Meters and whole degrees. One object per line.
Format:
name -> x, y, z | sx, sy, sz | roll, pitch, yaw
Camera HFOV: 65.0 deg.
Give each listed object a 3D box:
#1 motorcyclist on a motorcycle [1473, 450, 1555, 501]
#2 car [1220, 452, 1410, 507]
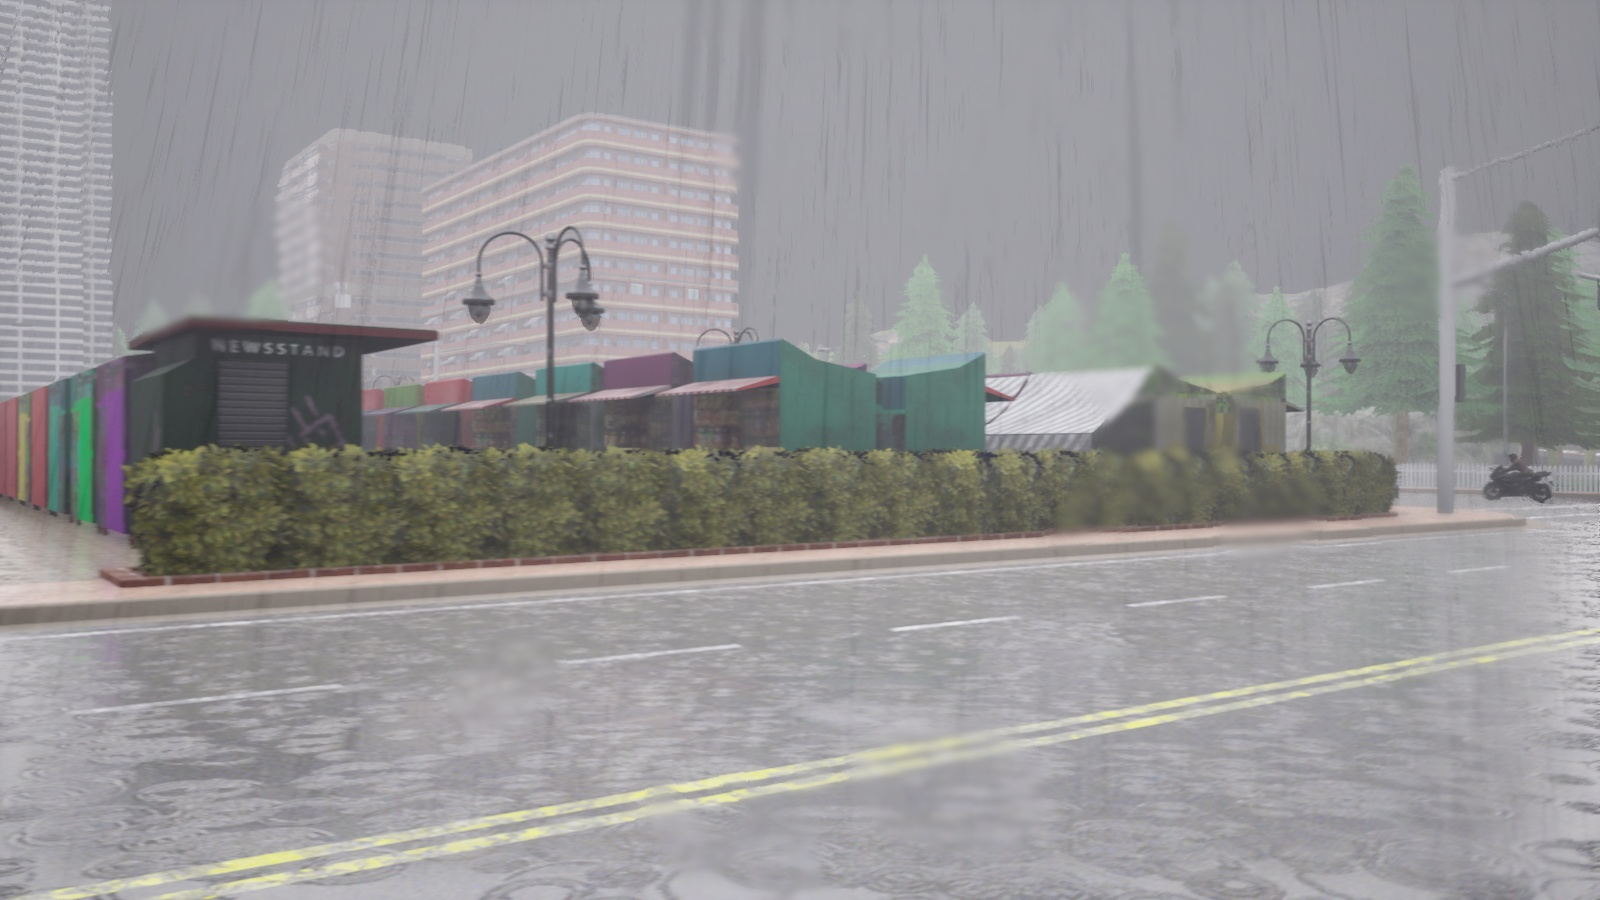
motorcyclist on a motorcycle -> 22.071, 0.775, 38.852 | 0.797, 1.523, 2.044 | 0, 0, -35
car -> 14.947, 0.808, 36.693 | 1.837, 1.490, 4.892 | 0, 0, -36
